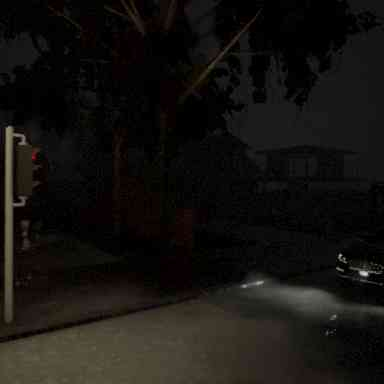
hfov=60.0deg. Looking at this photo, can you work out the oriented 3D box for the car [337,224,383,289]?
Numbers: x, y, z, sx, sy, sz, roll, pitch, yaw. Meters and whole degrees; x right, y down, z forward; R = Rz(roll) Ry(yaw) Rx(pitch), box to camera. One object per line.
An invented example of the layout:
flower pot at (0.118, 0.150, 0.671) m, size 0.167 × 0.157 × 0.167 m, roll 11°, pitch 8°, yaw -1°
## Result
car at (5.750, 1.546, 8.700) m, size 4.892 × 1.490 × 1.837 m, roll 0°, pitch 0°, yaw -35°
